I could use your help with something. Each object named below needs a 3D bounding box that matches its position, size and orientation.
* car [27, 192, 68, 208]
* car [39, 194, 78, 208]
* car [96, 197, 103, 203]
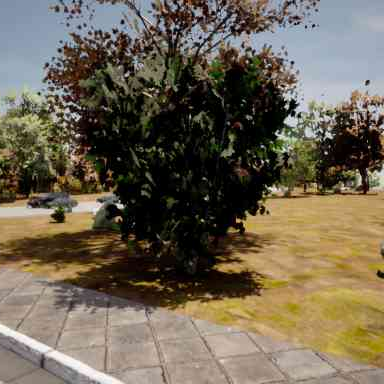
[{"bbox_3d":[-19.565,1.060,45.758,2.150,2.045,5.566,0,2,39],"label":"car"},{"bbox_3d":[-17.022,1.400,43.329,1.994,1.385,4.181,0,2,39],"label":"car"},{"bbox_3d":[-12.858,0.971,54.024,2.033,1.411,5.357,0,3,39],"label":"car"}]
